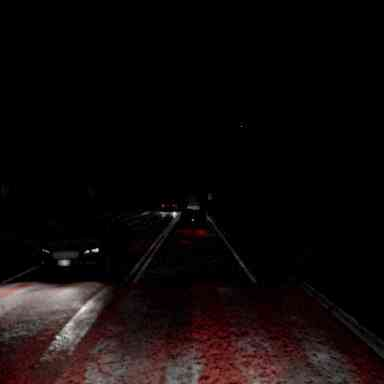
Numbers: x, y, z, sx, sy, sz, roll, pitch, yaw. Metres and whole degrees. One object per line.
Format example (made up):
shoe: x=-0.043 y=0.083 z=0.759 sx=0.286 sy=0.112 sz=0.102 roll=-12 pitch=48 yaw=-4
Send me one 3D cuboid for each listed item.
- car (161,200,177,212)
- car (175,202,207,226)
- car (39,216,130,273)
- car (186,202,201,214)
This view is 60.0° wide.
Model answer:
car: x=-3.207 y=1.950 z=47.383 sx=2.097 sy=1.767 sz=4.553 roll=0 pitch=-1 yaw=1
car: x=0.091 y=1.754 z=25.421 sx=2.128 sy=1.511 sz=4.902 roll=0 pitch=-1 yaw=1
car: x=-3.325 y=1.606 z=11.134 sx=2.128 sy=1.511 sz=4.902 roll=0 pitch=-1 yaw=0
car: x=0.192 y=2.050 z=43.503 sx=1.812 sy=1.442 sz=4.674 roll=0 pitch=-1 yaw=0
